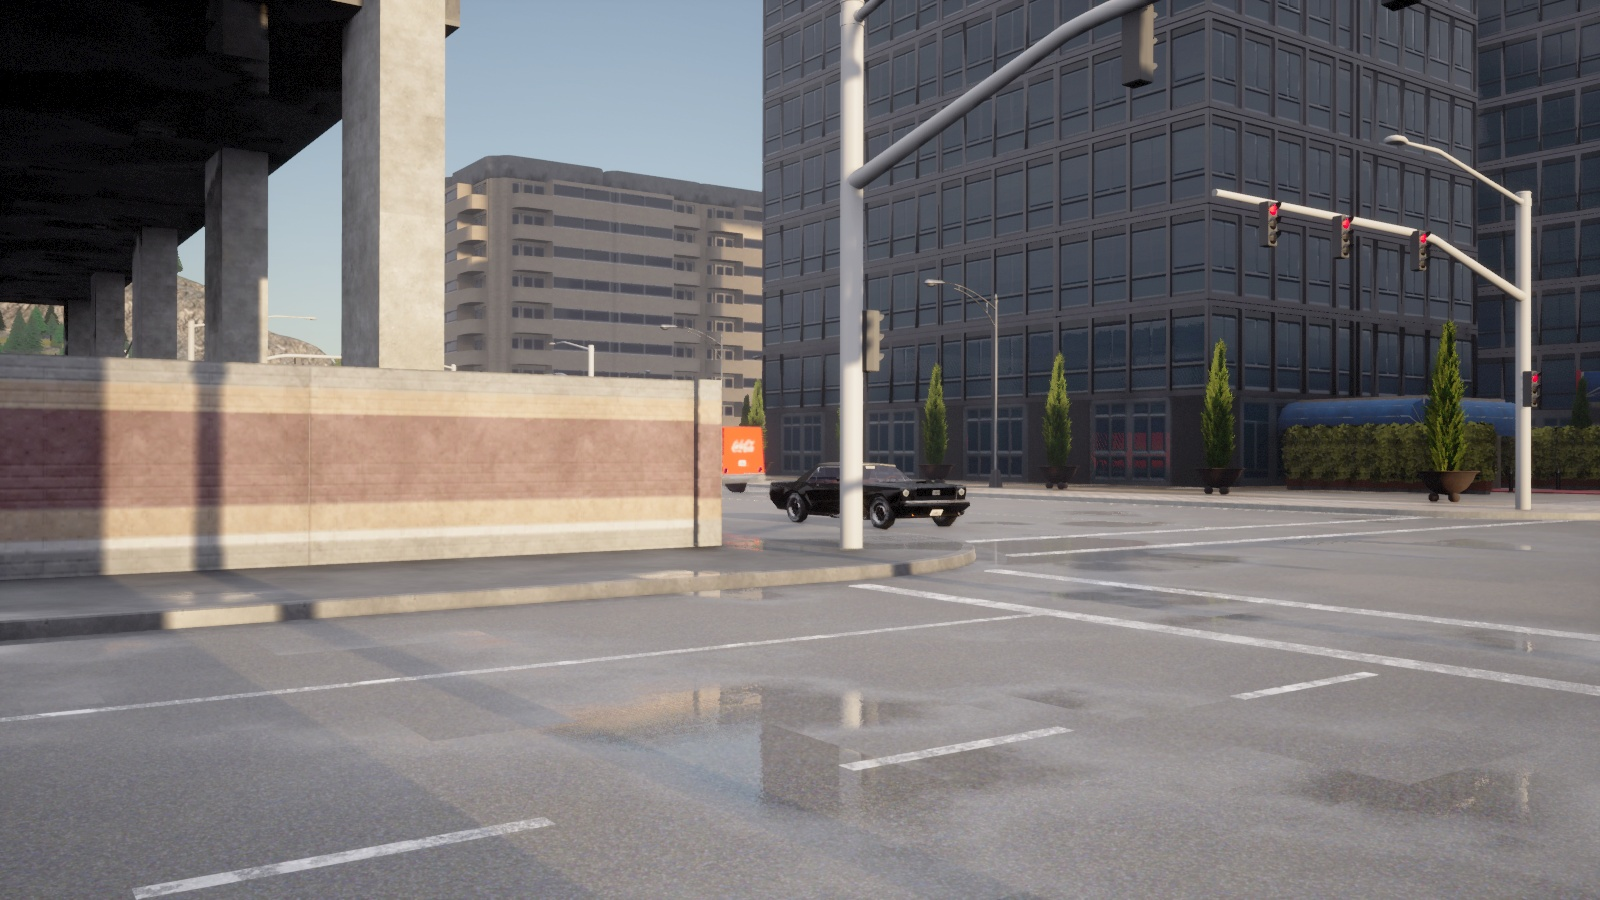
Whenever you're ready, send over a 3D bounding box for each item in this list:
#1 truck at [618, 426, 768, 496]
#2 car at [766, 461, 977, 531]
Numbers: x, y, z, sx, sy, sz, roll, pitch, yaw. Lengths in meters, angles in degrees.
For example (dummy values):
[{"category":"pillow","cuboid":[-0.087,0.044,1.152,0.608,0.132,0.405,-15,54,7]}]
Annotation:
[{"category":"truck","cuboid":[-4.027,0.381,46.807,5.204,2.467,2.627,0,0,40]},{"category":"car","cuboid":[1.379,0.907,26.381,1.895,1.301,4.718,0,0,-35]}]
